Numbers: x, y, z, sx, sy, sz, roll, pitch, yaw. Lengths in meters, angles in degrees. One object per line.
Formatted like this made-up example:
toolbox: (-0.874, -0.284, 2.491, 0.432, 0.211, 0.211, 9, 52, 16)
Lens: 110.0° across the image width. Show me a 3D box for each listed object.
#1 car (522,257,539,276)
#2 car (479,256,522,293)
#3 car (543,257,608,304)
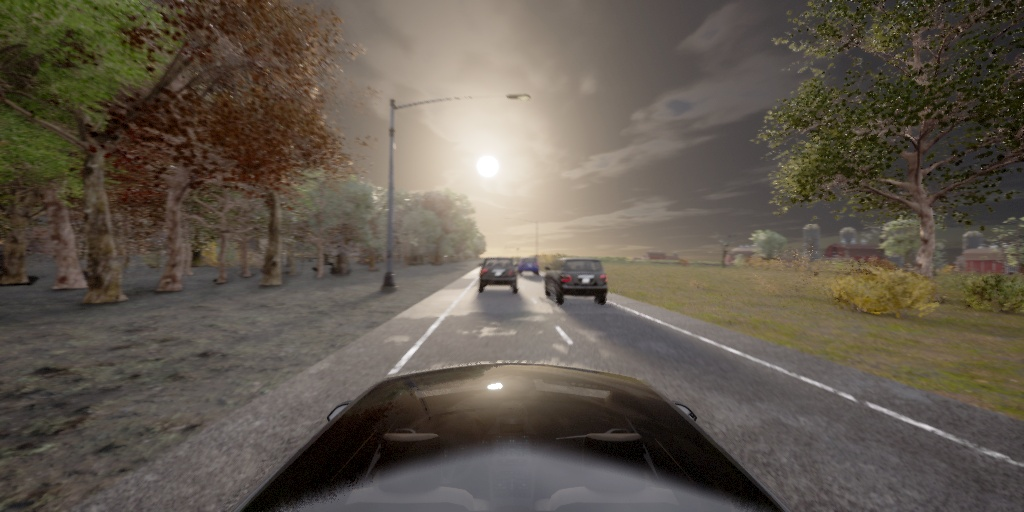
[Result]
car: (1.810, 1.142, 41.140, 2.150, 2.045, 5.566, 1, 0, -3)
car: (-0.838, 1.031, 21.687, 2.150, 2.045, 5.566, 1, 0, -3)
car: (2.865, 1.079, 17.138, 2.150, 2.045, 5.566, 1, 0, -3)
